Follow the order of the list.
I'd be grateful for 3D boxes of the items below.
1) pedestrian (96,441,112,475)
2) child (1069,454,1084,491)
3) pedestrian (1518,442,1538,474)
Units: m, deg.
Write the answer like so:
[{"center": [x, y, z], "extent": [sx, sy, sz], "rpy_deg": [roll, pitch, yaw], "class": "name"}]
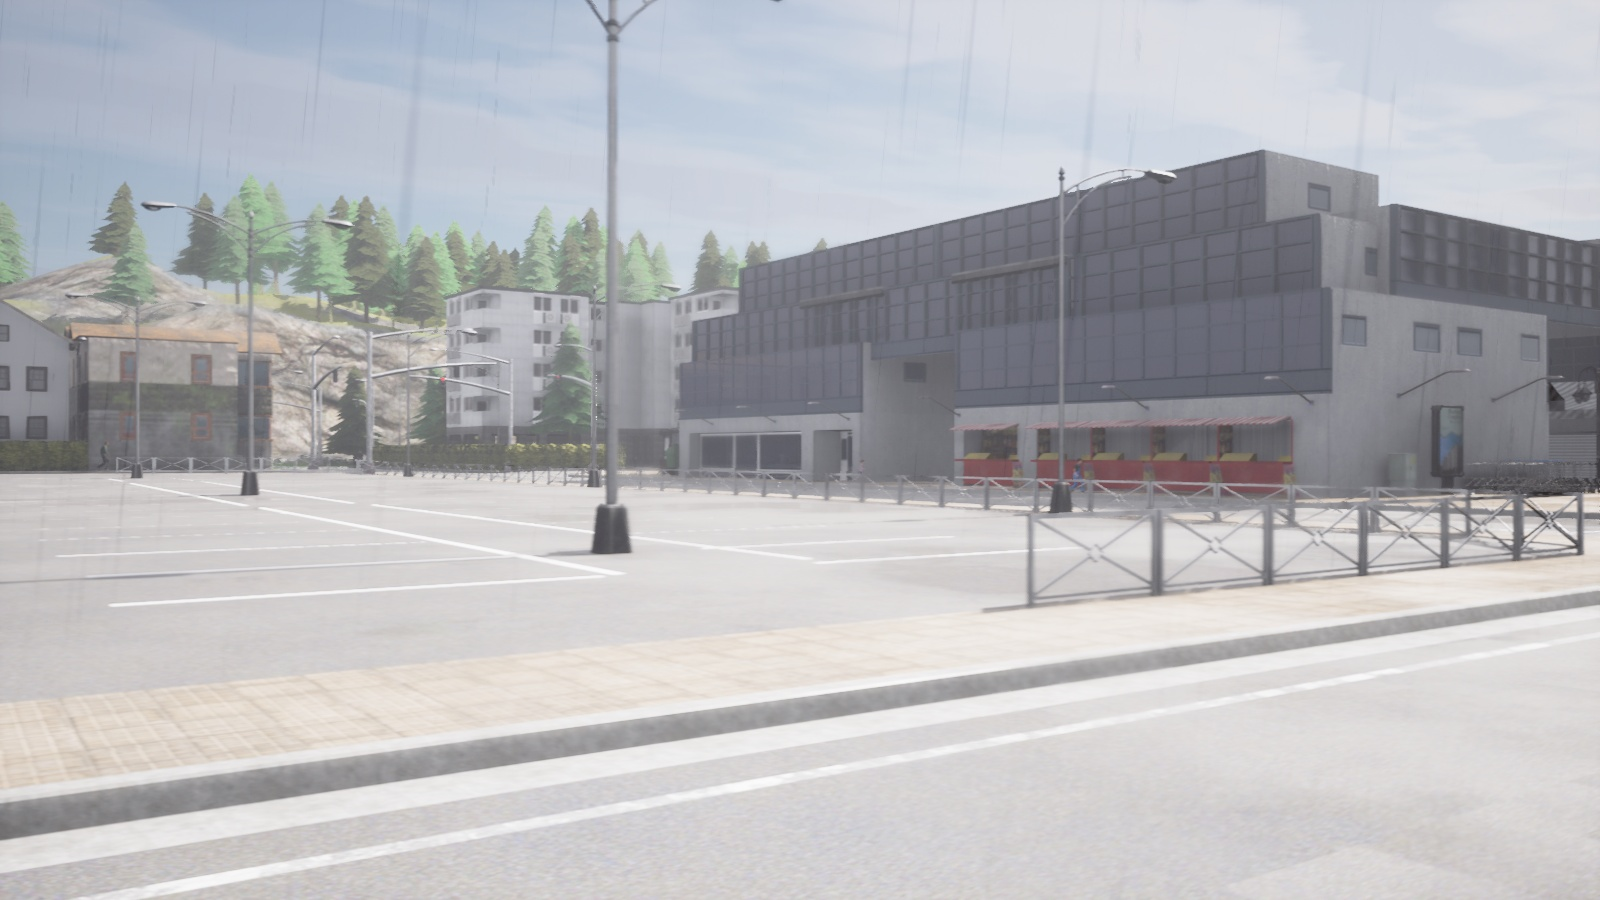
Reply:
[{"center": [-40.558, 0.476, 73.187], "extent": [0.788, 1.949, 0.423], "rpy_deg": [0, 0, -34], "class": "pedestrian"}, {"center": [9.357, 0.755, 42.518], "extent": [0.270, 1.263, 0.437], "rpy_deg": [0, 0, -37], "class": "child"}, {"center": [42.848, 0.481, 73.954], "extent": [0.563, 1.883, 0.849], "rpy_deg": [0, 0, -36], "class": "pedestrian"}]
